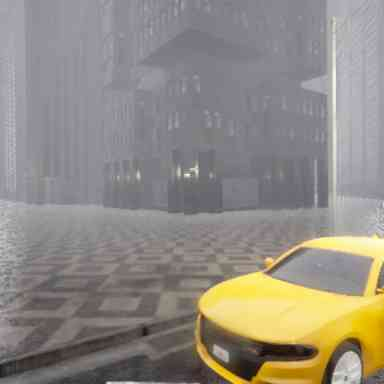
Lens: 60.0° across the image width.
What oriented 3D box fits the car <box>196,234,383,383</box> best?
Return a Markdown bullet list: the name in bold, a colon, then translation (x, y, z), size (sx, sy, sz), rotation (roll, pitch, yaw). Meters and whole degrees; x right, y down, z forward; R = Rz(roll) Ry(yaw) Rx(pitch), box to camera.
- **car**: translation (2.354, 1.471, 5.040), size (5.008, 1.535, 1.882), rotation (0, 0, -35)
